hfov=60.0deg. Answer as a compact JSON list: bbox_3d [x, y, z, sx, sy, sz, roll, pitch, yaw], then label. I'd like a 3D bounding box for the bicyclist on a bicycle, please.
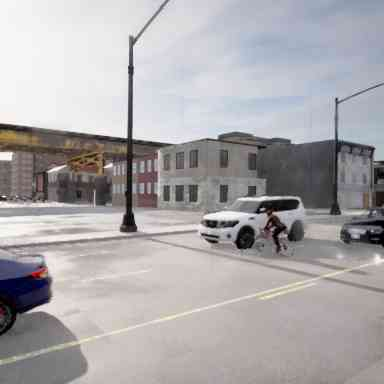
[{"bbox_3d":[2.876,1.466,11.706,0.582,1.620,1.656,0,-2,-37],"label":"bicyclist on a bicycle"}]

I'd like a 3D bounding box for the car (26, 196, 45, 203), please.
[{"bbox_3d":[-35.870,1.779,77.158,2.038,1.542,4.974,1,0,-6],"label":"car"}]

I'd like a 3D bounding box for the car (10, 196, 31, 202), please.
[{"bbox_3d":[-39.644,1.579,77.035,4.536,1.218,1.853,0,-1,24],"label":"car"}]

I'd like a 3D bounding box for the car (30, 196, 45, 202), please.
[{"bbox_3d":[-35.875,1.621,77.211,1.853,1.218,4.536,1,0,-6],"label":"car"}]

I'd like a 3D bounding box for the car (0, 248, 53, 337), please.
[{"bbox_3d":[-4.589,1.527,4.959,4.674,1.442,1.812,0,0,-37],"label":"car"}]

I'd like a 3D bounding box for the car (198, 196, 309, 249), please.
[{"bbox_3d":[2.903,1.225,14.898,5.566,2.045,2.150,-1,0,-37],"label":"car"}]

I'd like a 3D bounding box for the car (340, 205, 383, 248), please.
[{"bbox_3d":[8.456,1.485,14.638,4.902,1.511,2.128,0,0,-36],"label":"car"}]

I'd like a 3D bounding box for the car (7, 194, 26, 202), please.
[{"bbox_3d":[-39.598,1.737,77.013,4.974,1.542,2.038,0,-1,24],"label":"car"}]
